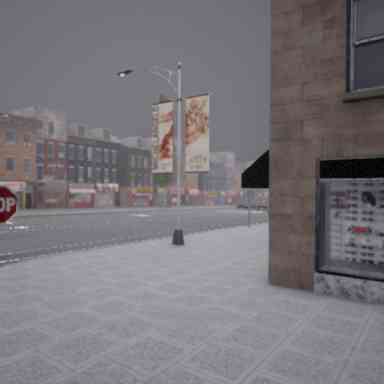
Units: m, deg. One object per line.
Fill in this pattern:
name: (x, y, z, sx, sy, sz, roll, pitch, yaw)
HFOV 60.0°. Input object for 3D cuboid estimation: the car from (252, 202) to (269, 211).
car: (11.582, 2.249, 51.427, 1.895, 1.301, 4.718, 1, -1, 35)

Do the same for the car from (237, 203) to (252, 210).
car: (8.930, 2.216, 53.306, 1.895, 1.301, 4.718, 1, -1, 35)
